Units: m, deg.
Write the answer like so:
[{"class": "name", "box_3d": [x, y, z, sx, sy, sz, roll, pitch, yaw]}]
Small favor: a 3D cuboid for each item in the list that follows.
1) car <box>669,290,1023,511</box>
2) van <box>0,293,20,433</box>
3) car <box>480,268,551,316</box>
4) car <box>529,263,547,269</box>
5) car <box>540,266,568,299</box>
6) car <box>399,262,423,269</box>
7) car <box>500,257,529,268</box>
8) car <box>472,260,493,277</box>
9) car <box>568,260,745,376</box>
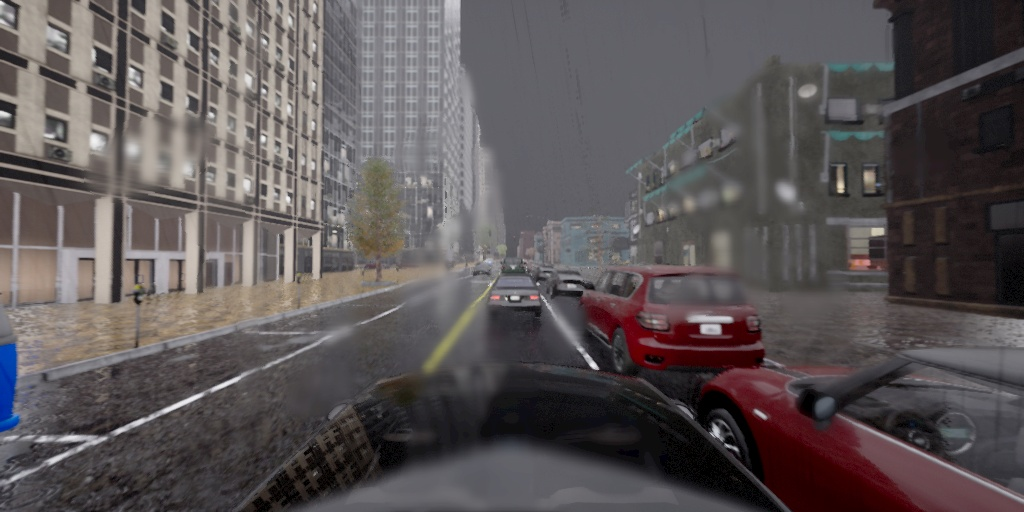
[{"class": "car", "box_3d": [2.692, 1.190, 1.788, 1.967, 1.591, 4.097, 0, 0, 0]}, {"class": "van", "box_3d": [-5.689, 1.091, 1.787, 1.690, 1.789, 3.998, 0, 0, 0]}, {"class": "car", "box_3d": [0.097, 1.350, 13.514, 2.033, 1.411, 5.357, 0, 0, 0]}, {"class": "car", "box_3d": [2.697, 1.435, 29.176, 1.948, 1.339, 4.313, 0, 0, 0]}, {"class": "car", "box_3d": [2.695, 1.389, 18.221, 1.948, 1.339, 4.313, 0, 0, 0]}, {"class": "car", "box_3d": [-17.406, 1.664, 61.733, 4.207, 1.307, 1.802, 0, 0, 1]}, {"class": "car", "box_3d": [0.106, 1.105, 32.690, 2.150, 2.045, 5.566, 0, 0, 0]}, {"class": "car", "box_3d": [-3.085, 1.412, 37.931, 1.837, 1.490, 4.892, 0, 0, 0]}, {"class": "car", "box_3d": [2.693, 1.090, 7.266, 2.192, 1.841, 5.009, 0, 0, 0]}]
